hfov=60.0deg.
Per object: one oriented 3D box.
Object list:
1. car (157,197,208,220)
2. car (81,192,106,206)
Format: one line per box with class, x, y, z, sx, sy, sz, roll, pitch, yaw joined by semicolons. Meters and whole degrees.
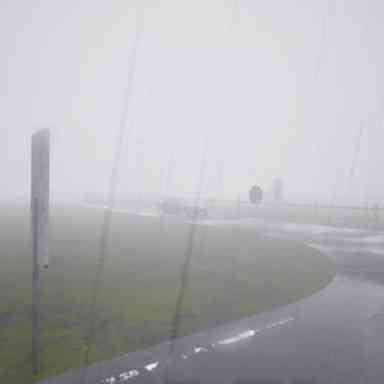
car;-0.784;1.144;25.019;1.882;1.535;5.008;1;1;-35
car;-12.191;0.845;41.039;1.837;1.490;4.892;1;1;-35
